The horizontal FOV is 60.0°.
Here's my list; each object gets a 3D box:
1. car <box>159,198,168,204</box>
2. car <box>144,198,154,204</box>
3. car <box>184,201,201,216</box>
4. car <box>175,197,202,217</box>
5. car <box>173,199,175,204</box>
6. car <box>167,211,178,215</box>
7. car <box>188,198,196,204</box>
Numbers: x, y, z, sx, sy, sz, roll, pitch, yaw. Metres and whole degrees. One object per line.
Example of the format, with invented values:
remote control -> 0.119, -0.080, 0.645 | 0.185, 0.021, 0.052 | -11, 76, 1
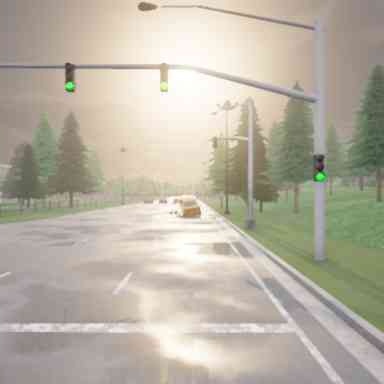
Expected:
car -> -6.961, 2.146, 80.705 | 2.033, 1.411, 5.357 | 0, 0, 0
car -> -10.461, 2.147, 80.706 | 2.033, 1.411, 5.357 | 0, 0, 0
car -> 0.059, 1.859, 39.254 | 1.812, 1.442, 4.674 | 0, 1, 0
car -> -0.364, 1.331, 35.722 | 1.882, 1.535, 5.008 | -8, 16, -7
car -> -3.461, 2.159, 80.703 | 1.994, 1.385, 4.181 | 0, 0, 0
car -> -2.794, 3.424, 39.506 | 1.411, 2.033, 5.357 | 6, -15, -15
car -> 0.039, 2.159, 80.701 | 1.994, 1.385, 4.181 | 0, 0, 0
